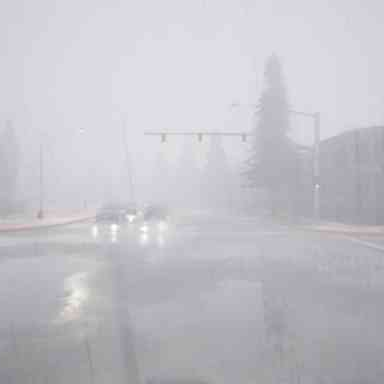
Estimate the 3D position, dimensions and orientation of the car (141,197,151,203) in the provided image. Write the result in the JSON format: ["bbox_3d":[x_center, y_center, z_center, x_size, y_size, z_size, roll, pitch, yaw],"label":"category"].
[{"bbox_3d":[-5.880,1.928,49.999,2.033,1.411,5.357,0,0,-19],"label":"car"}]

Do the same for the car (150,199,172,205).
[{"bbox_3d":[-3.740,1.781,39.833,1.882,1.535,5.008,0,0,-6],"label":"car"}]

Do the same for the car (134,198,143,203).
[{"bbox_3d":[-8.597,1.958,46.985,1.895,1.301,4.718,0,0,-17],"label":"car"}]

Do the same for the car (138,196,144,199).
[{"bbox_3d":[-7.626,1.949,61.894,1.882,1.535,5.008,0,-1,-35],"label":"car"}]

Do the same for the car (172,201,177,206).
[{"bbox_3d":[-4.958,2.090,64.193,1.895,1.301,4.718,0,-1,-35],"label":"car"}]

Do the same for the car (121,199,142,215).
[{"bbox_3d":[-7.040,1.845,36.946,1.994,1.385,4.181,0,0,-3],"label":"car"}]

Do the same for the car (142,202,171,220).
[{"bbox_3d":[-3.281,1.835,30.659,1.895,1.301,4.718,0,0,-1],"label":"car"}]

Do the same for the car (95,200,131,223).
[{"bbox_3d":[-6.767,1.719,28.113,1.837,1.490,4.892,0,0,-1],"label":"car"}]
